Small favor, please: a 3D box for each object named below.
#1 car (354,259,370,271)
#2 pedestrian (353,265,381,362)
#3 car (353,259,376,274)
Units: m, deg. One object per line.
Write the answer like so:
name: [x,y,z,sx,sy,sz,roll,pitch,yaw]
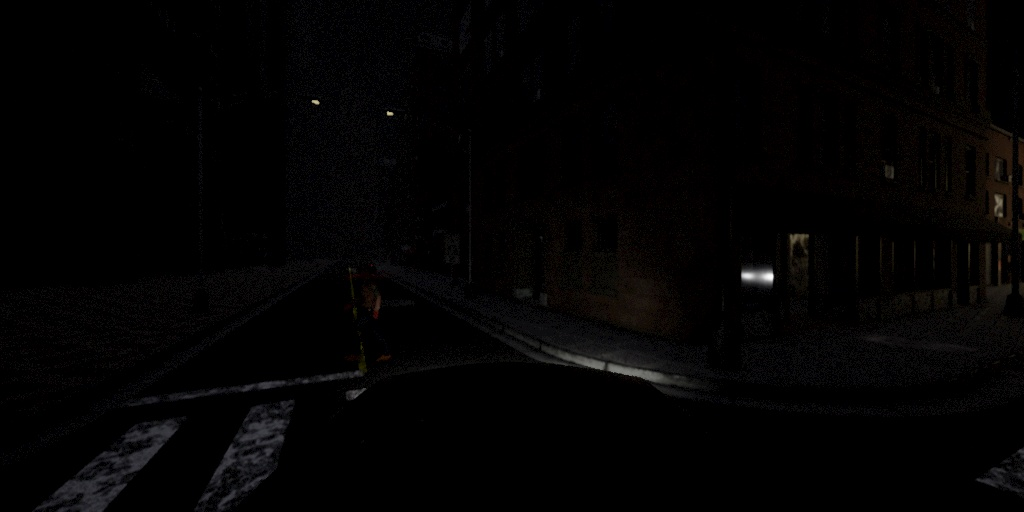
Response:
car: [-20.425,1.172,48.837,1.837,1.490,4.892,0,0,-24]
pedestrian: [-2.680,1.040,6.605,0.375,1.860,0.375,0,0,-25]
car: [-16.111,1.195,39.523,2.128,1.511,4.902,0,0,-24]
